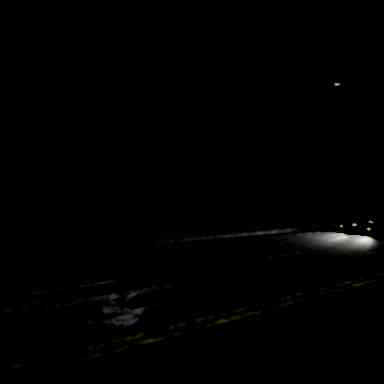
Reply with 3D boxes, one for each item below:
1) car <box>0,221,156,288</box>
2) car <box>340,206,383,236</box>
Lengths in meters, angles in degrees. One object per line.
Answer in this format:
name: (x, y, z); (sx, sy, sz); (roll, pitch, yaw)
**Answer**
car: (-3.490, 1.517, 9.121); (4.718, 1.301, 1.895); (0, 1, -33)
car: (9.788, 1.455, 17.681); (4.181, 1.385, 1.994); (0, 1, -33)
